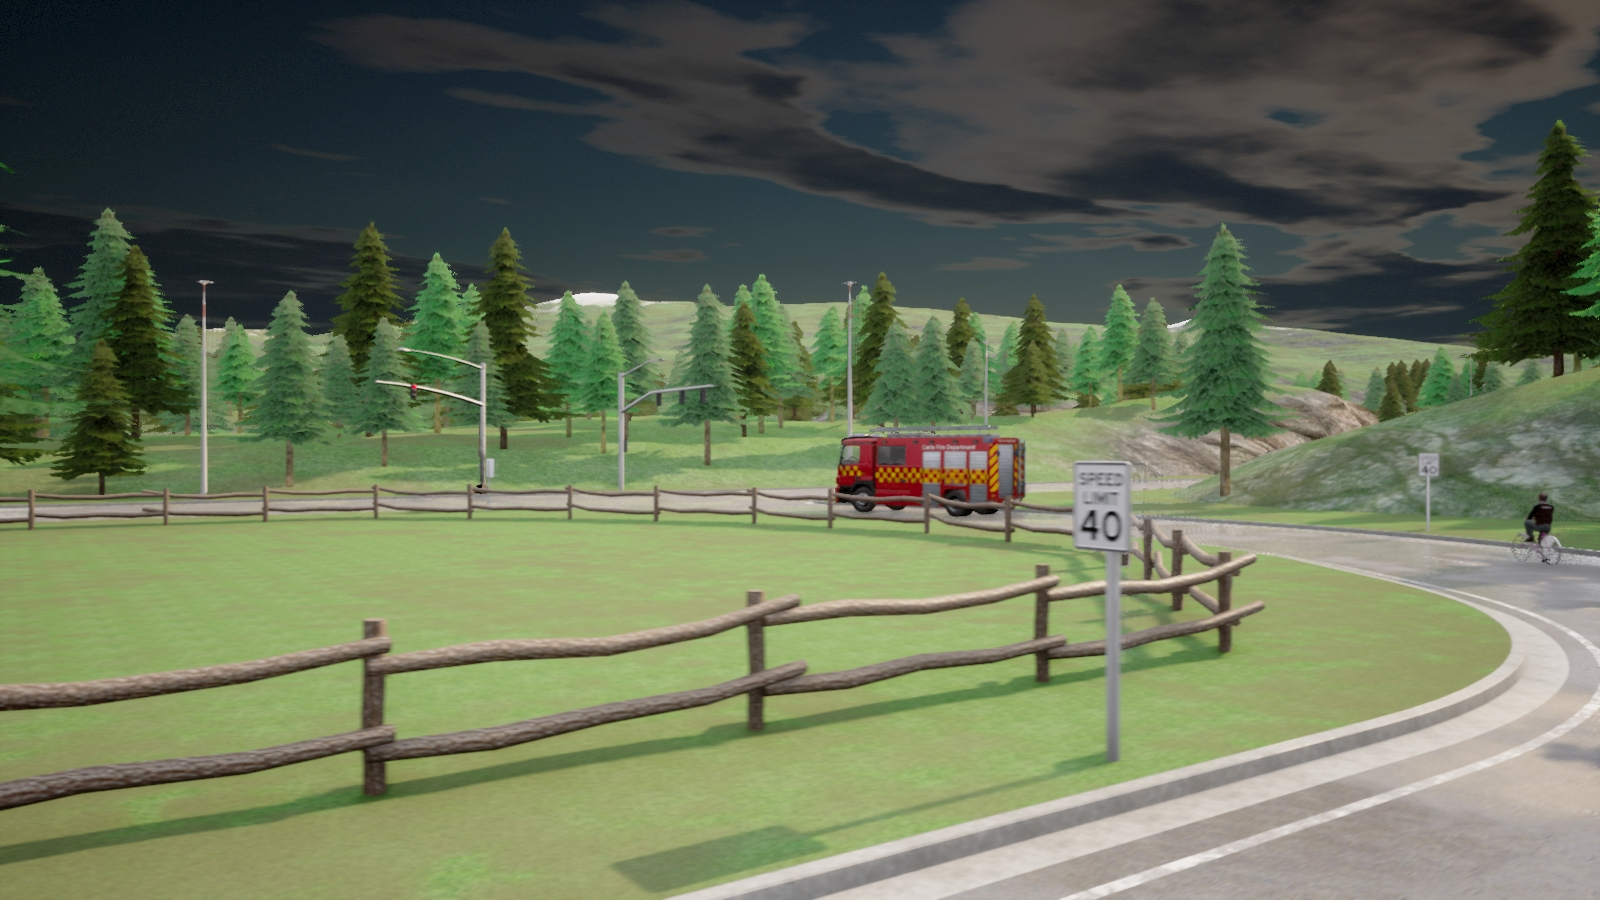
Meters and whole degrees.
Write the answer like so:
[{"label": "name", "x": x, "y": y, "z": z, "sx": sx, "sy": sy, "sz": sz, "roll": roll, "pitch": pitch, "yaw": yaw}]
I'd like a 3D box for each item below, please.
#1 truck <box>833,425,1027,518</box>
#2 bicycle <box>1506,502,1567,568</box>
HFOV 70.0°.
[{"label": "truck", "x": 5.629, "y": 0.902, "z": 50.894, "sx": 8.468, "sy": 3.827, "sz": 2.891, "roll": 0, "pitch": 0, "yaw": 42}, {"label": "bicycle", "x": 18.144, "y": 2.071, "z": 28.188, "sx": 0.329, "sy": 1.471, "sz": 1.835, "roll": 0, "pitch": 0, "yaw": 0}]
